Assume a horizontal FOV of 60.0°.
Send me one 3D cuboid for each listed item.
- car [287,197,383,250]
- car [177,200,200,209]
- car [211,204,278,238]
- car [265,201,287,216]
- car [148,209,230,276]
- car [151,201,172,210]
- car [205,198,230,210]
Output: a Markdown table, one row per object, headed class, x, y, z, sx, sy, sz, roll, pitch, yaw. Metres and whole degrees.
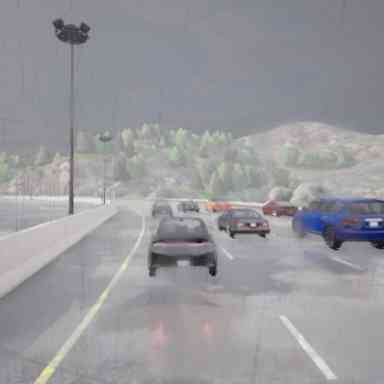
| class | x | y | z | sx | sy | sz | roll | pitch | yaw |
| --- | --- | --- | --- | --- | --- | --- | --- | --- | --- |
| car | 6.384 | 1.247 | 14.714 | 2.150 | 2.045 | 5.566 | 0 | 0 | -4 |
| car | -0.474 | 1.642 | 37.803 | 2.033 | 1.411 | 5.357 | 0 | 0 | -12 |
| car | 2.597 | 1.586 | 17.999 | 2.033 | 1.411 | 5.357 | 0 | 0 | -6 |
| car | 7.938 | 1.536 | 30.642 | 1.882 | 1.535 | 5.008 | 0 | 0 | -9 |
| car | -0.330 | 1.518 | 10.460 | 2.128 | 1.511 | 4.902 | 0 | 0 | -3 |
| car | -2.953 | 1.611 | 32.118 | 1.812 | 1.442 | 4.674 | 0 | 0 | -10 |
| car | 2.937 | 1.440 | 38.368 | 2.097 | 1.767 | 4.553 | 0 | 0 | -12 |
